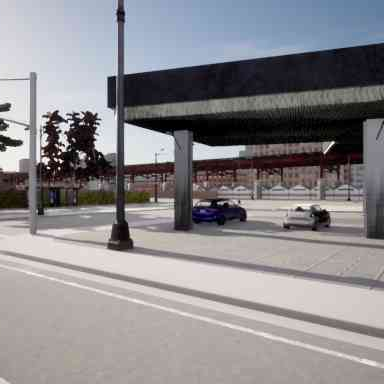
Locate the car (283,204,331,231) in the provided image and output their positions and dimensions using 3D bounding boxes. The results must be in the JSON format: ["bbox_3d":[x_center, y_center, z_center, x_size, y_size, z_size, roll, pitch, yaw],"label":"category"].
[{"bbox_3d":[7.074,1.456,20.232,1.970,1.475,3.806,0,0,37],"label":"car"}]

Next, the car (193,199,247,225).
[{"bbox_3d":[1.993,1.295,23.020,2.242,1.667,4.611,0,0,37],"label":"car"}]
